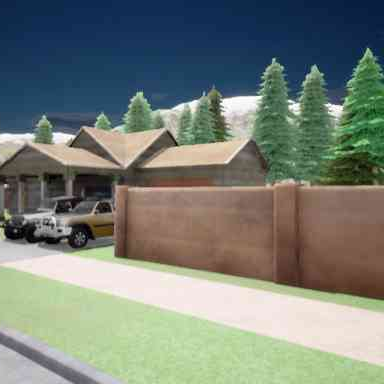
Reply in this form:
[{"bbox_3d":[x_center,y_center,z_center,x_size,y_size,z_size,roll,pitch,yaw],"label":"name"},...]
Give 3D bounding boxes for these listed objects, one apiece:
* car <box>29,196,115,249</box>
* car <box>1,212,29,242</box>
[{"bbox_3d":[-3.941,1.153,13.850,1.932,1.855,4.605,0,0,35],"label":"car"},{"bbox_3d":[-6.216,1.155,14.988,1.905,1.878,3.866,0,0,35],"label":"car"}]
